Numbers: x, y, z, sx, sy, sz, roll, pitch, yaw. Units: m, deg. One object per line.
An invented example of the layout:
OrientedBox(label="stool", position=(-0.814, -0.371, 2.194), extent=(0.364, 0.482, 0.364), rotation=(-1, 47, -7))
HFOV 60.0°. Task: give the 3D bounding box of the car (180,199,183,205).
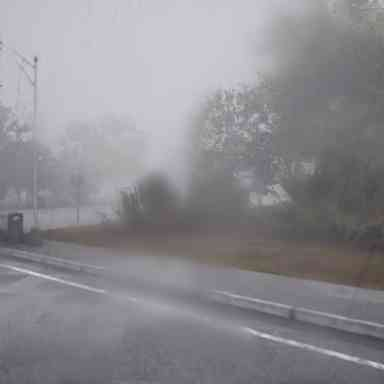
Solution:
OrientedBox(label="car", position=(-3.179, 1.430, 55.159), extent=(2.128, 1.511, 4.902), rotation=(0, 0, 33))
